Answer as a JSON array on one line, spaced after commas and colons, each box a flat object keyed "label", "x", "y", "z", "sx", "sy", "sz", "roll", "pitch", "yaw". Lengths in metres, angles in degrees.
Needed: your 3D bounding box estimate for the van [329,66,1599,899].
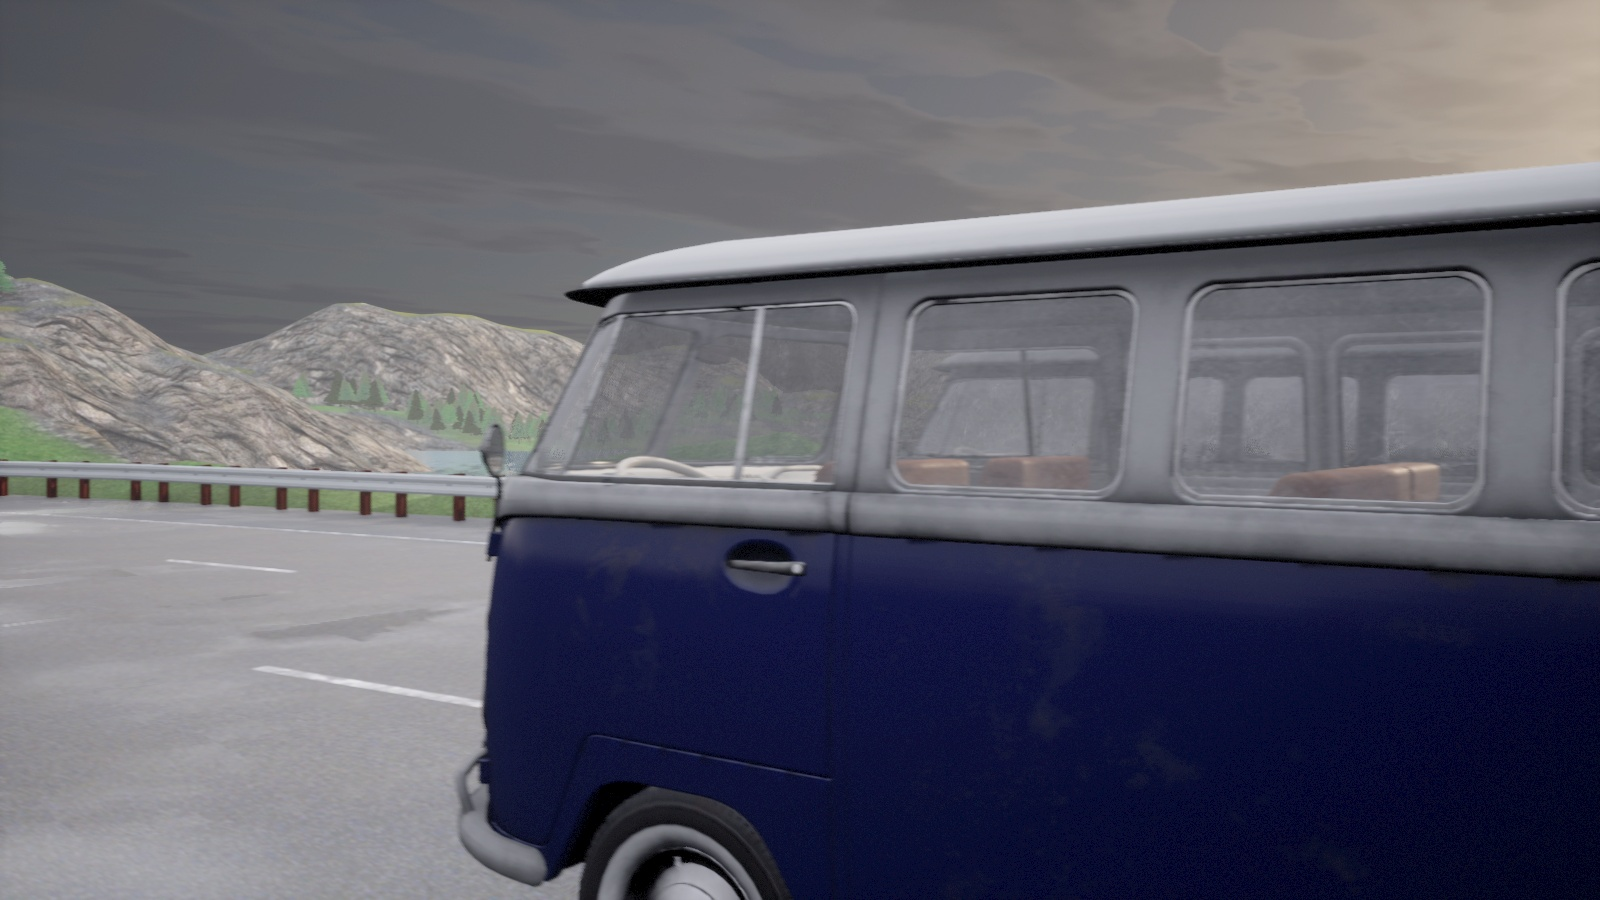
[{"label": "van", "x": 1.099, "y": 0.433, "z": 2.889, "sx": 4.442, "sy": 1.987, "sz": 1.775, "roll": 0, "pitch": 1, "yaw": 33}]
